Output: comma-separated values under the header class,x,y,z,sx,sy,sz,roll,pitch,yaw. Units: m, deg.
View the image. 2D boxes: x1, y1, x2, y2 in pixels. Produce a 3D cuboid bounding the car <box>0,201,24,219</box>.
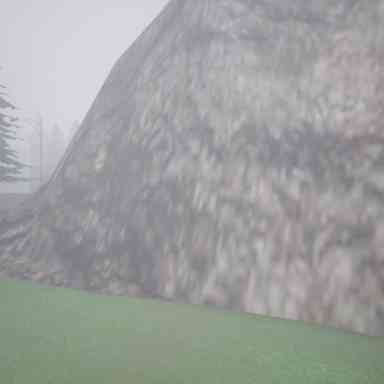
class,x,y,z,sx,sy,sz,roll,pitch,yaw
car,-16.090,1.491,26.666,2.128,1.511,4.902,0,0,29
